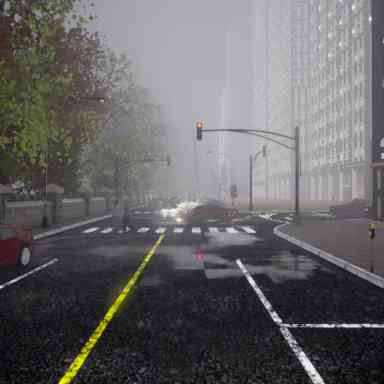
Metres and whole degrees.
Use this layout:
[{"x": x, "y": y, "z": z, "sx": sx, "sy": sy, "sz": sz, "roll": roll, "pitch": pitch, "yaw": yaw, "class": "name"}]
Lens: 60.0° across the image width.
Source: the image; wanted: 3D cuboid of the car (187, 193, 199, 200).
[{"x": -0.017, "y": 1.590, "z": 73.463, "sx": 2.033, "sy": 1.411, "sz": 5.357, "roll": 0, "pitch": 0, "yaw": 0, "class": "car"}]

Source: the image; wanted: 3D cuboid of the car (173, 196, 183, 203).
[{"x": -3.018, "y": 1.577, "z": 73.499, "sx": 2.128, "sy": 1.511, "sz": 4.902, "roll": 0, "pitch": 0, "yaw": 0, "class": "car"}]

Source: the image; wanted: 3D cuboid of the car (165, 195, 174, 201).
[{"x": -5.708, "y": 1.521, "z": 86.018, "sx": 1.967, "sy": 1.590, "sz": 4.097, "roll": 0, "pitch": 0, "yaw": 0, "class": "car"}]

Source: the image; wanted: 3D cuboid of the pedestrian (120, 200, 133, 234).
[{"x": -3.515, "y": 1.298, "z": 17.864, "sx": 0.375, "sy": 1.860, "sz": 0.375, "roll": 0, "pitch": 0, "yaw": 0, "class": "pedestrian"}]

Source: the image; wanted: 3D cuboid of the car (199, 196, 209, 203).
[{"x": 2.675, "y": 1.606, "z": 74.757, "sx": 1.887, "sy": 1.381, "sz": 4.507, "roll": 0, "pitch": 0, "yaw": 0, "class": "car"}]

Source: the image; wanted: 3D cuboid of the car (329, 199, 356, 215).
[{"x": 14.599, "y": 1.308, "z": 29.806, "sx": 4.181, "sy": 1.385, "sz": 1.994, "roll": -1, "pitch": 0, "yaw": 0, "class": "car"}]

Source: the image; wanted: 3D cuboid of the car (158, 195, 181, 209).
[{"x": -3.107, "y": 1.518, "z": 46.510, "sx": 2.128, "sy": 1.511, "sz": 4.902, "roll": 0, "pitch": 0, "yaw": 0, "class": "car"}]

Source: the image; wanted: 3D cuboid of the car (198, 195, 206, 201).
[{"x": 2.670, "y": 1.642, "z": 91.653, "sx": 2.008, "sy": 1.369, "sz": 4.403, "roll": 0, "pitch": 0, "yaw": 0, "class": "car"}]

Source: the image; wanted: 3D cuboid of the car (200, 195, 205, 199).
[{"x": 2.679, "y": 1.597, "z": 52.226, "sx": 1.947, "sy": 1.339, "sz": 4.313, "roll": 0, "pitch": 0, "yaw": 0, "class": "car"}]

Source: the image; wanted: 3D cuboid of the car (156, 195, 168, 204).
[{"x": -5.703, "y": 1.485, "z": 63.490, "sx": 1.967, "sy": 1.590, "sz": 4.097, "roll": 0, "pitch": 0, "yaw": 0, "class": "car"}]

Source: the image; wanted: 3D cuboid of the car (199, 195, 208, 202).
[{"x": 2.673, "y": 1.511, "z": 80.389, "sx": 1.967, "sy": 1.590, "sz": 4.097, "roll": 0, "pitch": 0, "yaw": 0, "class": "car"}]

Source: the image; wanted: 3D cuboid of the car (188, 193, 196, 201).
[{"x": -0.020, "y": 1.177, "z": 83.910, "sx": 2.150, "sy": 2.045, "sz": 5.566, "roll": 0, "pitch": 0, "yaw": 0, "class": "car"}]

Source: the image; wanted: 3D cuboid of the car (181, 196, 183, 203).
[{"x": -3.093, "y": 1.566, "z": 60.020, "sx": 1.812, "sy": 1.442, "sz": 4.674, "roll": 0, "pitch": 0, "yaw": 0, "class": "car"}]

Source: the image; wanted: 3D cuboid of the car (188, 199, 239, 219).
[{"x": 1.982, "y": 1.570, "z": 29.075, "sx": 4.181, "sy": 1.385, "sz": 1.994, "roll": 0, "pitch": 0, "yaw": 39, "class": "car"}]

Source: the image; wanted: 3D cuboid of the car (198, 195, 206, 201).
[{"x": 2.672, "y": 1.521, "z": 86.020, "sx": 1.967, "sy": 1.590, "sz": 4.097, "roll": 0, "pitch": 0, "yaw": 0, "class": "car"}]

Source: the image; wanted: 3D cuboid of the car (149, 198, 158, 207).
[{"x": -5.701, "y": 1.613, "z": 52.224, "sx": 1.802, "sy": 1.307, "sz": 4.206, "roll": 0, "pitch": 0, "yaw": 0, "class": "car"}]

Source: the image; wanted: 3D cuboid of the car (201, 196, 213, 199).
[{"x": 2.680, "y": 1.592, "z": 46.594, "sx": 1.947, "sy": 1.339, "sz": 4.313, "roll": 0, "pitch": 0, "yaw": 0, "class": "car"}]

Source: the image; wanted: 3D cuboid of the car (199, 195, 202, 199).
[{"x": 2.678, "y": 1.604, "z": 57.859, "sx": 1.947, "sy": 1.339, "sz": 4.313, "roll": 0, "pitch": 0, "yaw": 0, "class": "car"}]

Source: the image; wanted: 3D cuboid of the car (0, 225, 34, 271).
[{"x": -5.819, "y": 1.546, "z": 8.673, "sx": 1.887, "sy": 1.381, "sz": 4.507, "roll": 0, "pitch": 0, "yaw": 0, "class": "car"}]

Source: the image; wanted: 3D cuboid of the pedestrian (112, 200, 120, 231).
[{"x": -4.113, "y": 1.298, "z": 18.548, "sx": 0.375, "sy": 1.860, "sz": 0.375, "roll": 0, "pitch": 0, "yaw": 0, "class": "pedestrian"}]

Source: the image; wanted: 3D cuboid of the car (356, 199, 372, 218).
[{"x": 14.668, "y": 1.282, "z": 24.005, "sx": 4.313, "sy": 1.339, "sz": 1.947, "roll": -1, "pitch": 1, "yaw": 0, "class": "car"}]

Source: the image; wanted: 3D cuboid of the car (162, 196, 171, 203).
[{"x": -5.706, "y": 1.586, "z": 74.585, "sx": 1.752, "sy": 1.417, "sz": 4.829, "roll": 0, "pitch": 0, "yaw": 0, "class": "car"}]

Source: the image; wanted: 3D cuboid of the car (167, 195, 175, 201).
[{"x": -5.711, "y": 1.636, "z": 91.651, "sx": 1.887, "sy": 1.381, "sz": 4.507, "roll": 0, "pitch": 0, "yaw": 0, "class": "car"}]
